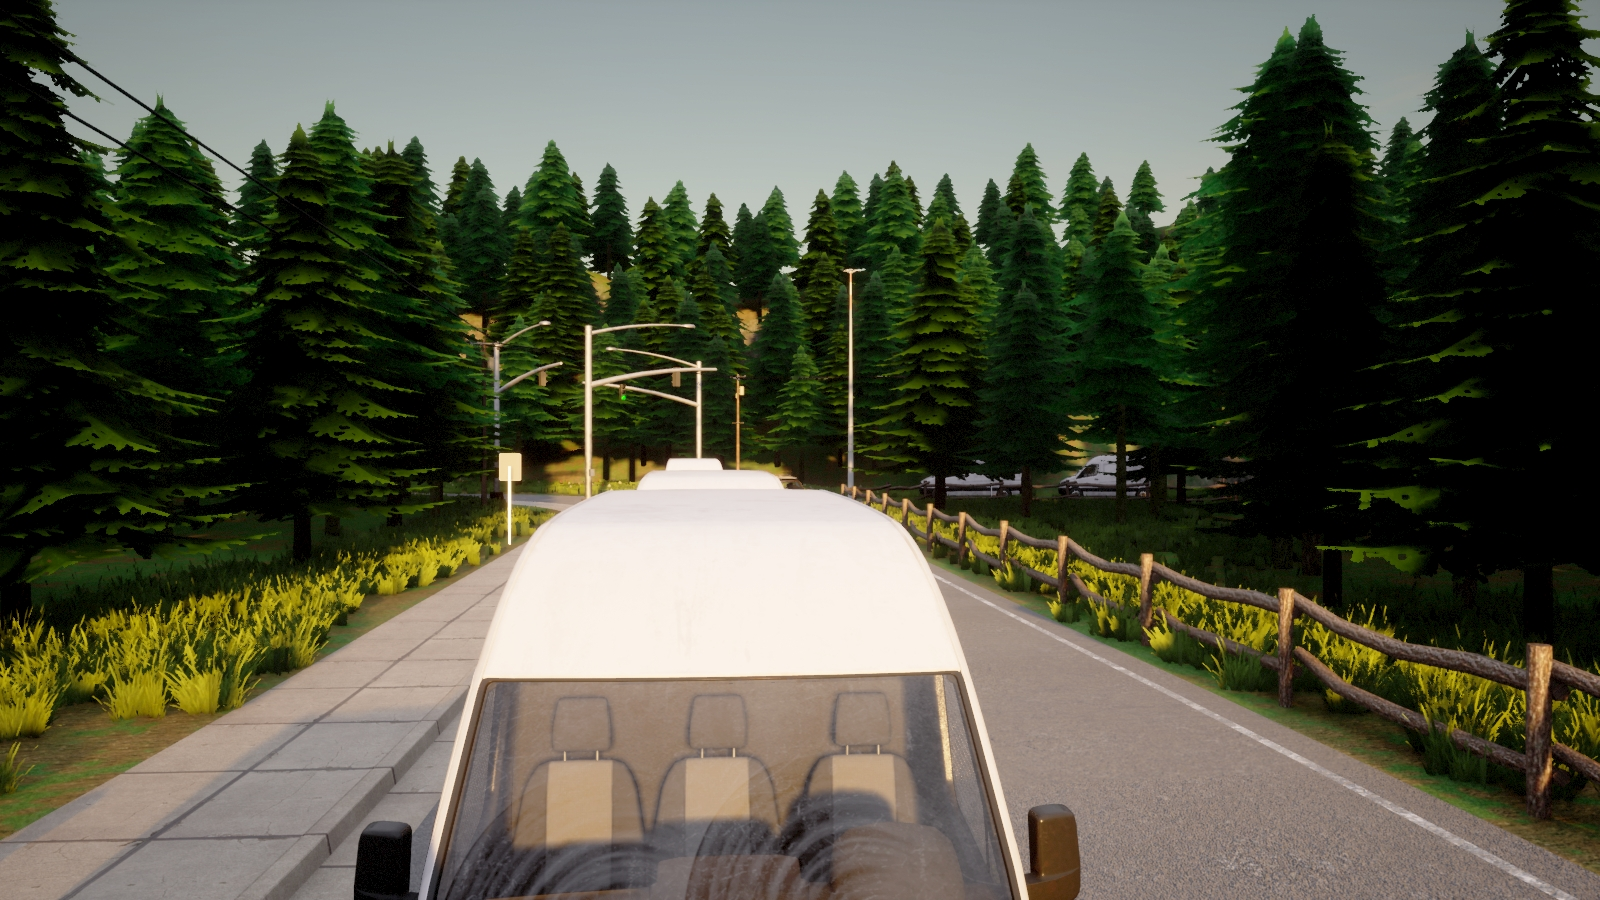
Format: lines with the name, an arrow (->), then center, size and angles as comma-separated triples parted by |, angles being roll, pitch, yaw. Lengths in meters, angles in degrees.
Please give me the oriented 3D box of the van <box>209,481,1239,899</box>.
van -> -0.349, 1.499, 5.158 | 1.988, 2.561, 5.915 | 0, 0, -5
